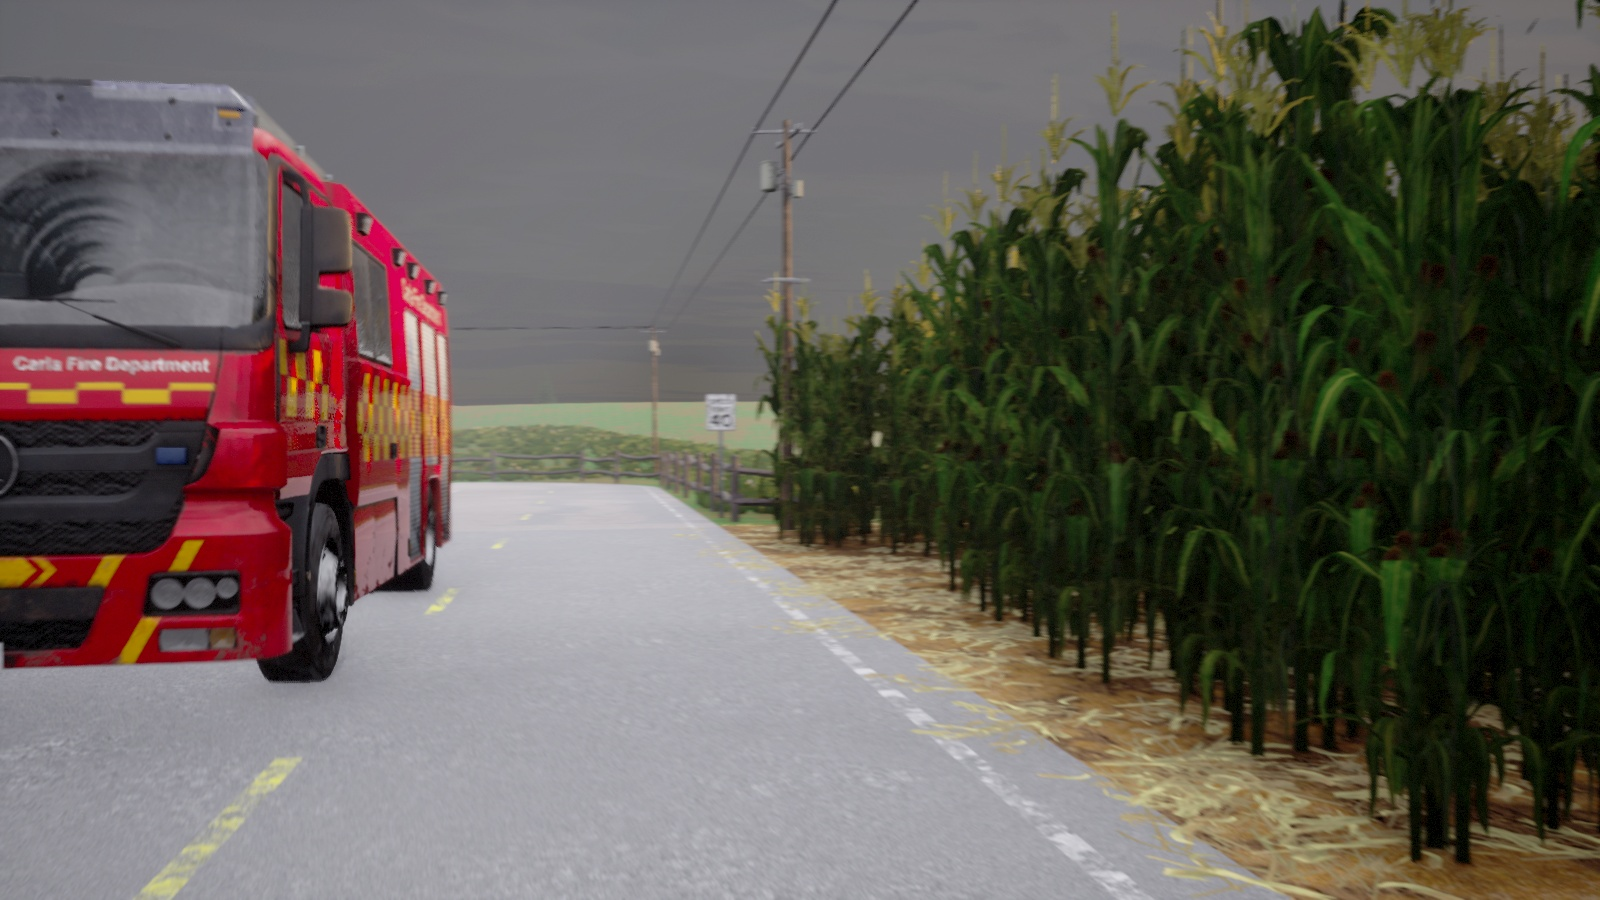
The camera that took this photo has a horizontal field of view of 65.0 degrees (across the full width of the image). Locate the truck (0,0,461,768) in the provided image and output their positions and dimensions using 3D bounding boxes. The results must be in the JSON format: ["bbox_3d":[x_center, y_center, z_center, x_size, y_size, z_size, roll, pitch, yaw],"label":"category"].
[{"bbox_3d":[-4.666,-0.448,9.976,2.891,3.827,8.468,0,0,-9],"label":"truck"}]
